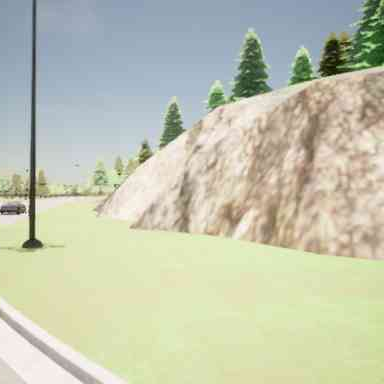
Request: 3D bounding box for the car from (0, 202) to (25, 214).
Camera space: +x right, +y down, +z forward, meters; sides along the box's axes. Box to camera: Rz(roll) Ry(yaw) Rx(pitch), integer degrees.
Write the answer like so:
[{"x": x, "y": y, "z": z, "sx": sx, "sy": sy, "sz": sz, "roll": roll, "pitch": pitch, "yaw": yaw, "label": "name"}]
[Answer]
[{"x": -20.831, "y": 1.816, "z": 38.787, "sx": 2.033, "sy": 1.411, "sz": 5.357, "roll": 0, "pitch": -1, "yaw": -18, "label": "car"}]
